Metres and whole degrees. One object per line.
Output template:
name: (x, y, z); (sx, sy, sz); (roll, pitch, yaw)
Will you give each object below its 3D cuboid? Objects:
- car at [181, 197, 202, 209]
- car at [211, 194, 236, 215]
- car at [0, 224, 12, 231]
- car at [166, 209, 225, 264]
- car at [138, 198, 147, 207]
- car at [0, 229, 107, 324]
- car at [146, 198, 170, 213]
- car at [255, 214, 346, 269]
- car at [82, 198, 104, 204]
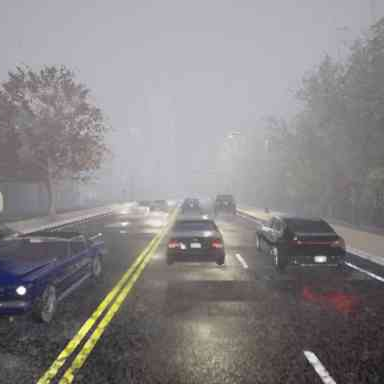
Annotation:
car: (-0.061, 1.347, 34.470); (2.097, 1.767, 4.553); (0, 0, -1)
car: (3.193, 1.216, 34.429); (2.150, 2.045, 5.566); (0, 0, -1)
car: (-6.600, 1.563, 9.604); (1.994, 1.385, 4.181); (0, 0, 0)
car: (0.100, 1.545, 11.787); (2.033, 1.411, 5.357); (0, 0, 0)
car: (-6.990, 1.559, 50.757); (1.994, 1.385, 4.181); (0, 0, -1)
car: (-3.349, 1.600, 7.259); (1.895, 1.301, 4.718); (0, 0, 0)
car: (-3.536, 1.521, 36.351); (1.812, 1.442, 4.674); (0, 0, -1)
car: (3.351, 1.503, 11.094); (1.837, 1.490, 4.892); (0, 0, 0)
car: (-20.684, 1.814, 69.580); (4.313, 1.339, 1.947); (-1, 1, -1)
